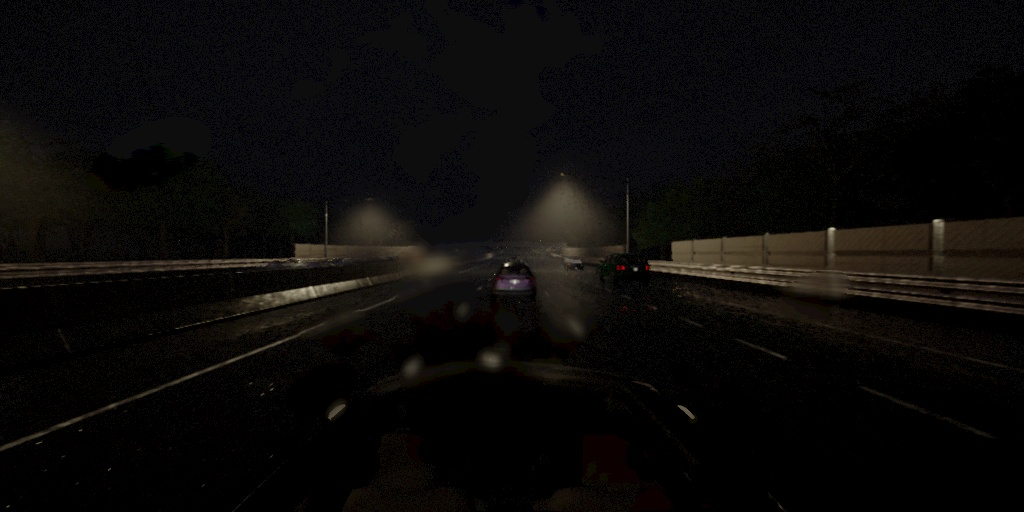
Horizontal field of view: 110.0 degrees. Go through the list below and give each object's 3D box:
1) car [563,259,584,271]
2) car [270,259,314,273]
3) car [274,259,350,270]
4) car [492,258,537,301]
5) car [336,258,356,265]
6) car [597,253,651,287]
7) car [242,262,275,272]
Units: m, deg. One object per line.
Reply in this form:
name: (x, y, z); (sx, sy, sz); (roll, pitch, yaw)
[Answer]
car: (7.248, 1.063, 42.679); (1.895, 1.301, 4.718); (0, 0, 1)
car: (-24.431, 1.070, 40.066); (1.895, 1.301, 4.718); (0, 0, 1)
car: (-14.042, 1.127, 25.651); (2.033, 1.411, 5.357); (0, 0, 0)
car: (0.117, 1.078, 16.615); (2.033, 1.649, 4.856); (0, 0, 0)
car: (-20.904, 0.990, 43.678); (2.033, 1.411, 5.357); (0, 0, 1)
car: (7.136, 0.828, 23.348); (2.150, 2.045, 5.566); (0, 1, 0)
car: (-17.532, 1.119, 26.663); (2.033, 1.411, 5.357); (0, 0, 0)
